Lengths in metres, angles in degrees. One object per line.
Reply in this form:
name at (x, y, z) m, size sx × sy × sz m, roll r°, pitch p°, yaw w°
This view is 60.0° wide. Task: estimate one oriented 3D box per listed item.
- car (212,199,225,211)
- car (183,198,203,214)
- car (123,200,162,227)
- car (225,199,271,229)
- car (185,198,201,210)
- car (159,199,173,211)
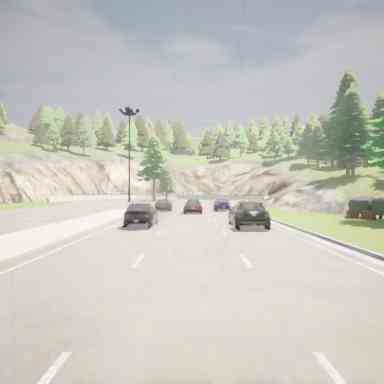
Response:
car at (3.626, 1.526, 40.414) m, size 1.812 × 1.442 × 4.674 m, roll 0°, pitch 0°, yaw 0°
car at (0.108, 1.564, 35.271) m, size 1.994 × 1.385 × 4.181 m, roll 0°, pitch 0°, yaw 0°
car at (-3.393, 1.505, 22.504) m, size 1.837 × 1.490 × 4.892 m, roll 0°, pitch 0°, yaw 0°
car at (3.605, 1.352, 21.550) m, size 2.097 × 1.767 × 4.553 m, roll 0°, pitch 0°, yaw 0°
car at (0.166, 1.547, 44.515) m, size 2.033 × 1.411 × 5.357 m, roll 0°, pitch 0°, yaw 1°
car at (-3.383, 1.564, 39.843) m, size 1.994 × 1.385 × 4.181 m, roll 0°, pitch 0°, yaw 0°
